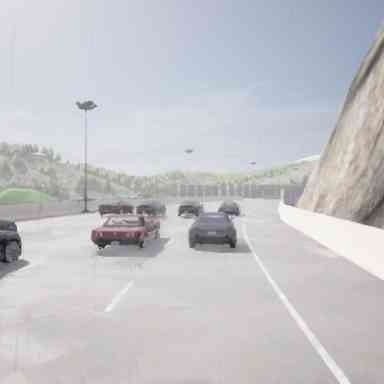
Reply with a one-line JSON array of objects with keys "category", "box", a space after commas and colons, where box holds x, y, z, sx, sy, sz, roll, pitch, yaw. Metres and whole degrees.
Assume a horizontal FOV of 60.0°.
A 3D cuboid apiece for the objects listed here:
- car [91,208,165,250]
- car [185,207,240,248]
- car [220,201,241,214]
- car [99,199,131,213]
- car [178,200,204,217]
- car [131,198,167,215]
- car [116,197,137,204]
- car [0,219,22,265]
[{"category": "car", "box": [-2.624, 1.609, 14.475, 1.895, 1.301, 4.718, 0, 0, 5]}, {"category": "car", "box": [0.968, 1.582, 15.033, 1.994, 1.385, 4.181, 0, 0, 5]}, {"category": "car", "box": [3.772, 1.606, 33.015, 1.994, 1.385, 4.181, 0, 0, 12]}, {"category": "car", "box": [-7.151, 1.493, 32.003, 1.882, 1.535, 5.008, 0, 0, 11]}, {"category": "car", "box": [-0.038, 1.537, 31.881, 1.837, 1.490, 4.892, 0, 0, 11]}, {"category": "car", "box": [-3.740, 1.528, 31.186, 1.837, 1.490, 4.892, 0, 0, 11]}, {"category": "car", "box": [-12.672, 1.635, 64.537, 1.895, 1.301, 4.718, 0, 0, 20]}, {"category": "car", "box": [-6.532, 1.485, 8.897, 2.128, 1.511, 4.902, 0, 0, 3]}]
